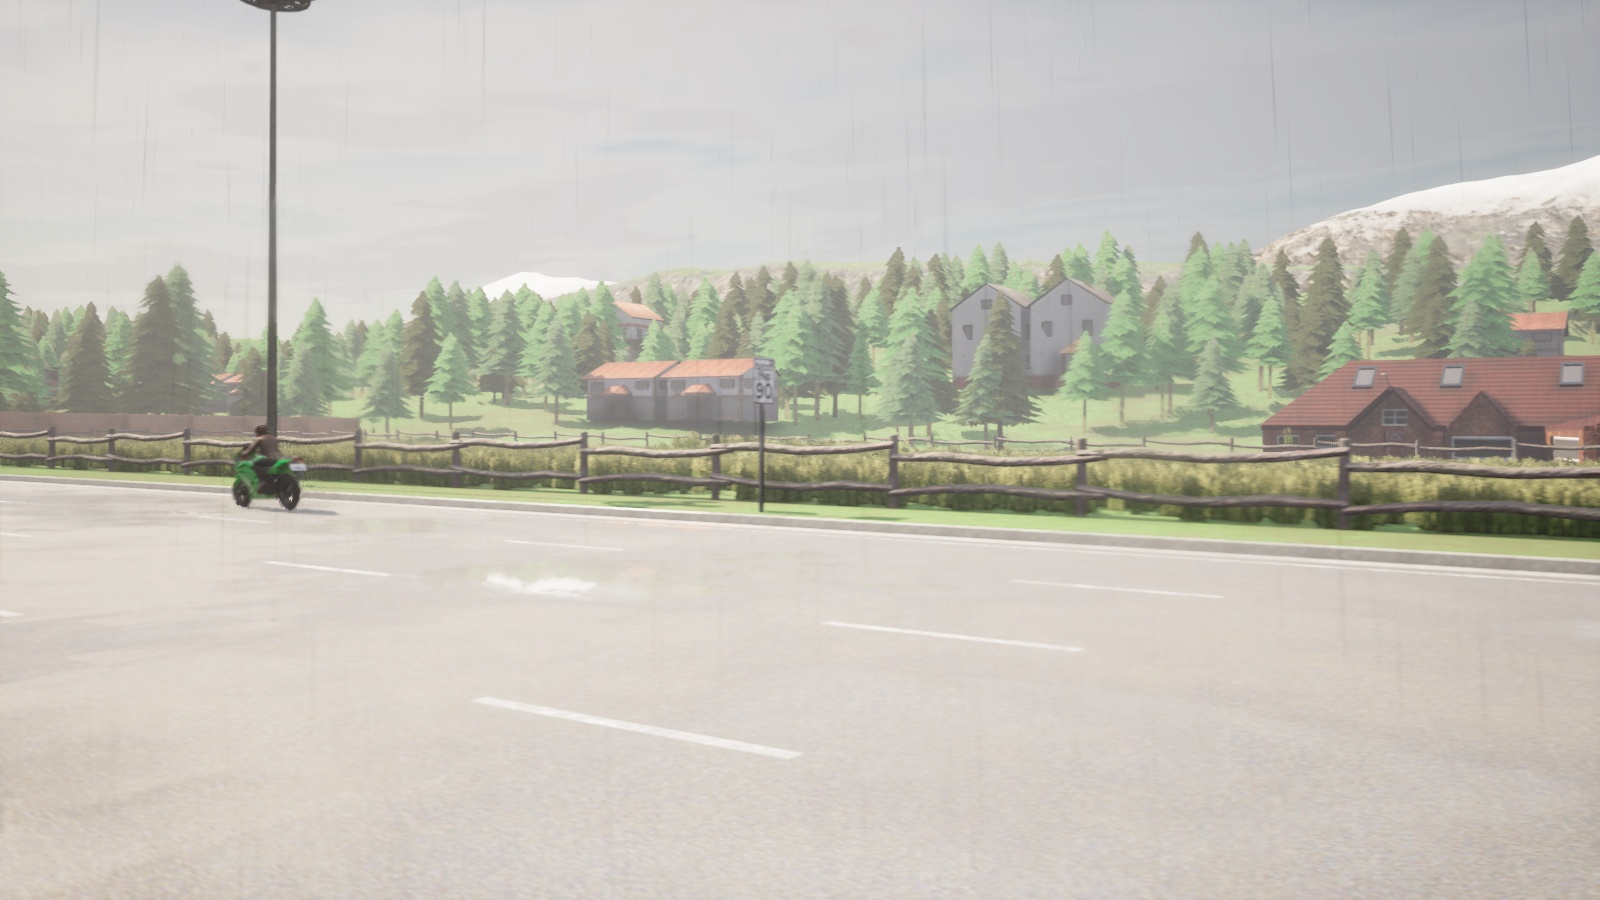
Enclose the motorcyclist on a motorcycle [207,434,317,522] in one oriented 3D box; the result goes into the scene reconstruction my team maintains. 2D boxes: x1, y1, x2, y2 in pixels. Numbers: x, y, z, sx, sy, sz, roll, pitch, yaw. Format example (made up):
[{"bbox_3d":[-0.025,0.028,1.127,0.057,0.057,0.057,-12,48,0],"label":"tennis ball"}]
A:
[{"bbox_3d":[-9.736,0.491,22.696,2.044,1.523,0.797,-1,1,34],"label":"motorcyclist on a motorcycle"}]
